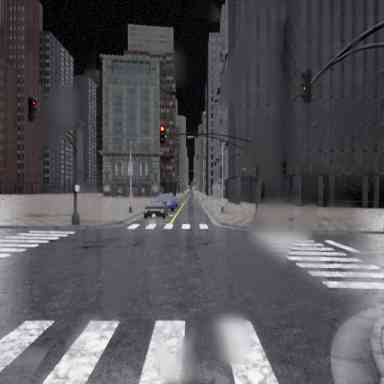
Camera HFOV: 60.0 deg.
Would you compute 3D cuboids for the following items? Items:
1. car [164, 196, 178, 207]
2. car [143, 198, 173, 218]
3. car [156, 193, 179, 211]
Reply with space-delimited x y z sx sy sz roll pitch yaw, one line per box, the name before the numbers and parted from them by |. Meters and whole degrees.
car | -3.117 1.455 50.493 1.882 1.535 5.008 0 0 0
car | -3.117 1.534 29.795 2.033 1.411 5.357 0 0 0
car | -3.121 1.204 40.046 2.150 2.045 5.566 0 0 0
